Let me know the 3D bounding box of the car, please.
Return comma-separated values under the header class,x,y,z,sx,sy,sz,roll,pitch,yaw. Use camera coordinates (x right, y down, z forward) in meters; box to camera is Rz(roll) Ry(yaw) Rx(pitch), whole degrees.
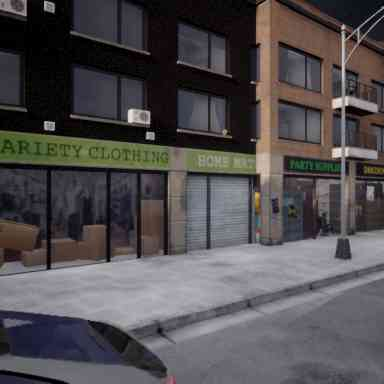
class,x,y,z,sx,sy,sz,roll,pitch,yaw
car,-2.080,1.564,1.893,4.181,1.385,1.994,0,0,-36
